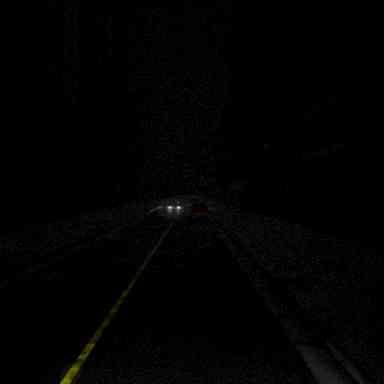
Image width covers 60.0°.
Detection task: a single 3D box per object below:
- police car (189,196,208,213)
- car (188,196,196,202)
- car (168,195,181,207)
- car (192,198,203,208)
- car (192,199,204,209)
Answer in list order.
[{"bbox_3d":[0.895,1.619,40.406,1.930,1.638,5.238,0,0,0],"label":"police car"},{"bbox_3d":[-0.012,1.877,90.431,1.882,1.535,5.008,0,0,0],"label":"car"},{"bbox_3d":[-3.053,1.796,58.898,1.837,1.490,4.892,0,0,1],"label":"car"},{"bbox_3d":[0.892,1.756,56.297,1.882,1.535,5.008,0,0,0],"label":"car"},{"bbox_3d":[0.894,1.772,50.296,1.812,1.442,4.674,0,0,0],"label":"car"}]
